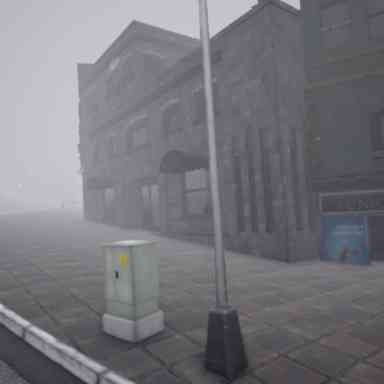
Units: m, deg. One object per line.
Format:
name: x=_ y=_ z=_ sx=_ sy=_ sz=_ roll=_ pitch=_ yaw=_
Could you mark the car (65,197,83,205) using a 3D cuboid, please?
car: x=-25.564 y=2.096 z=72.174 sx=2.150 sy=2.045 sz=5.566 roll=-4 pitch=-2 yaw=4
